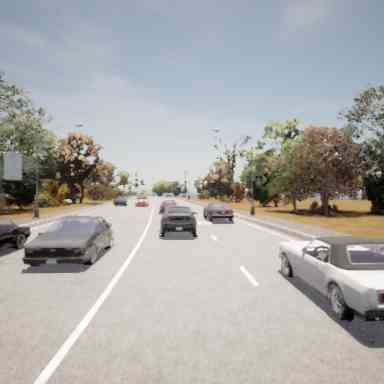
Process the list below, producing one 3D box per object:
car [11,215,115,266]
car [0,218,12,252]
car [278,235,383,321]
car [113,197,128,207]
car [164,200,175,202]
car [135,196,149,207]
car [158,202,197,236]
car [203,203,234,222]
[{"bbox_3d":[-4.026,1.557,11.860,2.033,1.411,5.357,0,0,-3],"label":"car"},{"bbox_3d":[-7.522,1.618,11.653,1.895,1.301,4.718,0,0,-3],"label":"car"},{"bbox_3d":[3.386,1.595,7.230,1.895,1.301,4.718,0,0,-2],"label":"car"},{"bbox_3d":[-11.475,1.506,53.614,1.882,1.535,5.008,0,0,-6],"label":"car"},{"bbox_3d":[-2.450,1.575,36.182,1.994,1.385,4.181,0,0,-6],"label":"car"},{"bbox_3d":[-7.791,1.374,51.962,2.097,1.767,4.553,0,0,-6],"label":"car"},{"bbox_3d":[-0.784,1.510,18.364,1.837,1.490,4.892,0,0,-4],"label":"car"},{"bbox_3d":[2.034,1.549,26.635,2.033,1.411,5.357,0,0,-5],"label":"car"}]
